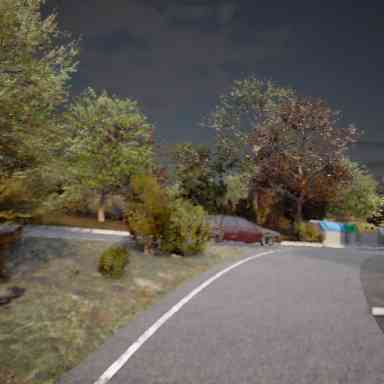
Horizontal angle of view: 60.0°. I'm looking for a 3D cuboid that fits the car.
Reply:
[{"bbox_3d":[1.883,1.884,16.489,5.357,1.411,2.033,8,-6,-27],"label":"car"}]
